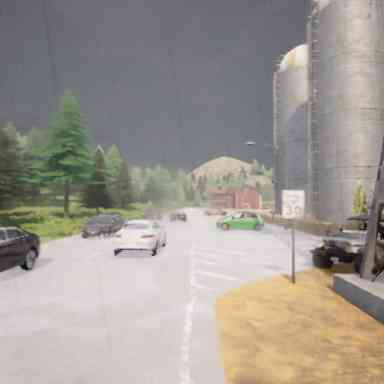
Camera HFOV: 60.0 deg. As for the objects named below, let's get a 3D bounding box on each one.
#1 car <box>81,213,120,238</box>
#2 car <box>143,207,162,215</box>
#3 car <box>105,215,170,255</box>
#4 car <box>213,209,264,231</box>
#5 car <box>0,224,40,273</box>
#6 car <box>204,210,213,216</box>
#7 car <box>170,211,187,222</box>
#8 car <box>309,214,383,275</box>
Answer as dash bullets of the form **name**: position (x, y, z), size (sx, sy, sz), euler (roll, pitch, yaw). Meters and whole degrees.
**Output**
- **car**: position (-5.763, 2.172, 21.984), size (1.837, 1.490, 4.892), euler (0, -1, 1)
- **car**: position (-5.182, 2.838, 43.841), size (2.097, 1.767, 4.553), euler (0, -2, 2)
- **car**: position (-2.294, 1.974, 15.252), size (1.812, 1.442, 4.674), euler (0, -2, 2)
- **car**: position (4.024, 2.461, 28.289), size (3.988, 1.617, 1.851), euler (0, -2, 1)
- **car**: position (-6.052, 1.690, 9.261), size (2.128, 1.511, 4.902), euler (0, -2, 1)
- **car**: position (4.286, 3.753, 61.275), size (4.181, 1.381, 1.994), euler (0, -2, 1)
- **car**: position (-1.667, 3.021, 41.330), size (1.895, 1.301, 4.718), euler (0, -2, 2)
- **car**: position (5.999, 1.724, 11.410), size (3.866, 1.878, 1.905), euler (2, -2, -30)
